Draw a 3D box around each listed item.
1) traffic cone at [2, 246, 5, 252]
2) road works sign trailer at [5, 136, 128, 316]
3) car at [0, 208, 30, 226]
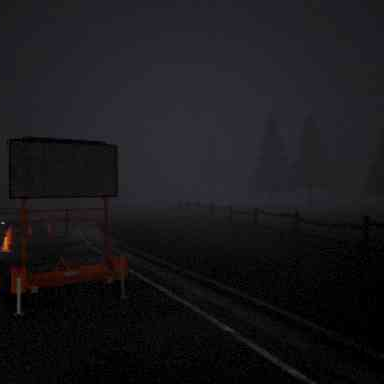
[{"bbox_3d":[-7.527,2.116,13.538,0.340,0.580,0.340,0,0,-27],"label":"traffic cone"},{"bbox_3d":[-3.024,0.542,7.999,2.380,3.560,2.880,0,0,-27],"label":"road works sign trailer"},{"bbox_3d":[-13.758,1.899,25.383,1.895,1.301,4.718,-1,0,-16],"label":"car"}]
